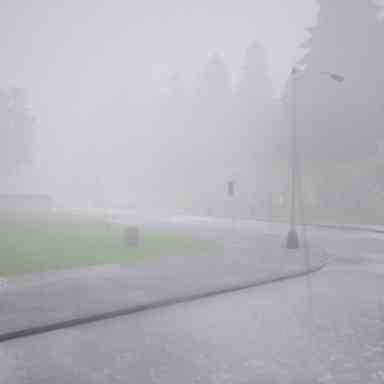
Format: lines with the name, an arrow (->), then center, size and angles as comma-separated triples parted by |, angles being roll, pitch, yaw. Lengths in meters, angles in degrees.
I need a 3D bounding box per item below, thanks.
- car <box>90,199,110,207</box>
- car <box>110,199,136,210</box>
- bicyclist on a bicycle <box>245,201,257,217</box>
car -> -15.366, 1.809, 55.687 | 2.033, 1.411, 5.357 | 1, -1, -35
car -> -9.620, 1.788, 47.686 | 1.812, 1.442, 4.674 | 1, -1, -35
bicyclist on a bicycle -> 5.880, 1.667, 33.182 | 1.656, 1.620, 0.582 | 1, 0, -36
